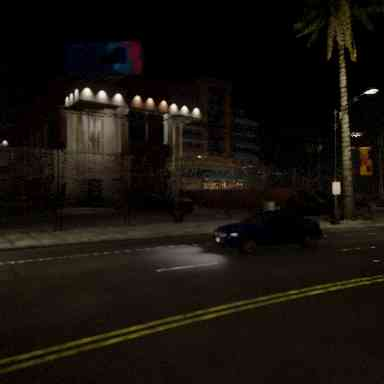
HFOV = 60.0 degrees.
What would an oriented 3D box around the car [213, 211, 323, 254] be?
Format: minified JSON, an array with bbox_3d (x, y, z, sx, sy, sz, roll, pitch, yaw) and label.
[{"bbox_3d":[3.111,1.523,13.400,4.674,1.442,1.812,0,0,-23],"label":"car"}]
